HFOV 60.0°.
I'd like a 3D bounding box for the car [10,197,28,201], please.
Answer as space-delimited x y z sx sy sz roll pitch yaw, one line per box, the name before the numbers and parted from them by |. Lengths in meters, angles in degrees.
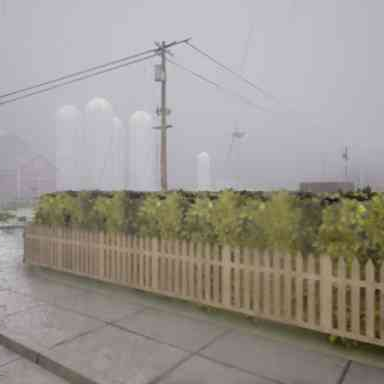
car | -27.746 1.556 53.099 4.193 1.474 1.816 0 0 35
